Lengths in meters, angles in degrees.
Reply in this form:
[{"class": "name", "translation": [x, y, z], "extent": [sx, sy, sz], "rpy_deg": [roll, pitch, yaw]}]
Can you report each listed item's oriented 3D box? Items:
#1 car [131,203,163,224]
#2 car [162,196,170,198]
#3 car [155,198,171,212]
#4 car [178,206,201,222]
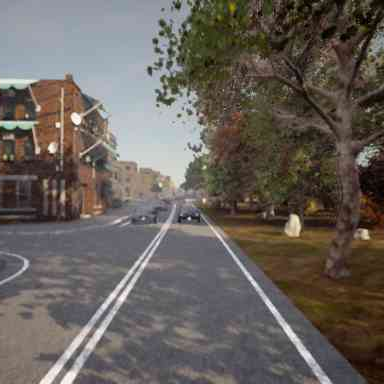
[{"class": "car", "translation": [-3.681, 1.828, 27.008], "extent": [1.994, 1.385, 4.181], "rpy_deg": [0, 0, -1]}, {"class": "car", "translation": [-4.710, 1.573, 60.287], "extent": [1.837, 1.490, 4.892], "rpy_deg": [0, 0, -2]}, {"class": "car", "translation": [-4.143, 1.887, 43.589], "extent": [1.994, 1.385, 4.181], "rpy_deg": [0, 0, -2]}, {"class": "car", "translation": [-0.277, 1.880, 29.096], "extent": [1.895, 1.301, 4.718], "rpy_deg": [0, 0, -1]}]
